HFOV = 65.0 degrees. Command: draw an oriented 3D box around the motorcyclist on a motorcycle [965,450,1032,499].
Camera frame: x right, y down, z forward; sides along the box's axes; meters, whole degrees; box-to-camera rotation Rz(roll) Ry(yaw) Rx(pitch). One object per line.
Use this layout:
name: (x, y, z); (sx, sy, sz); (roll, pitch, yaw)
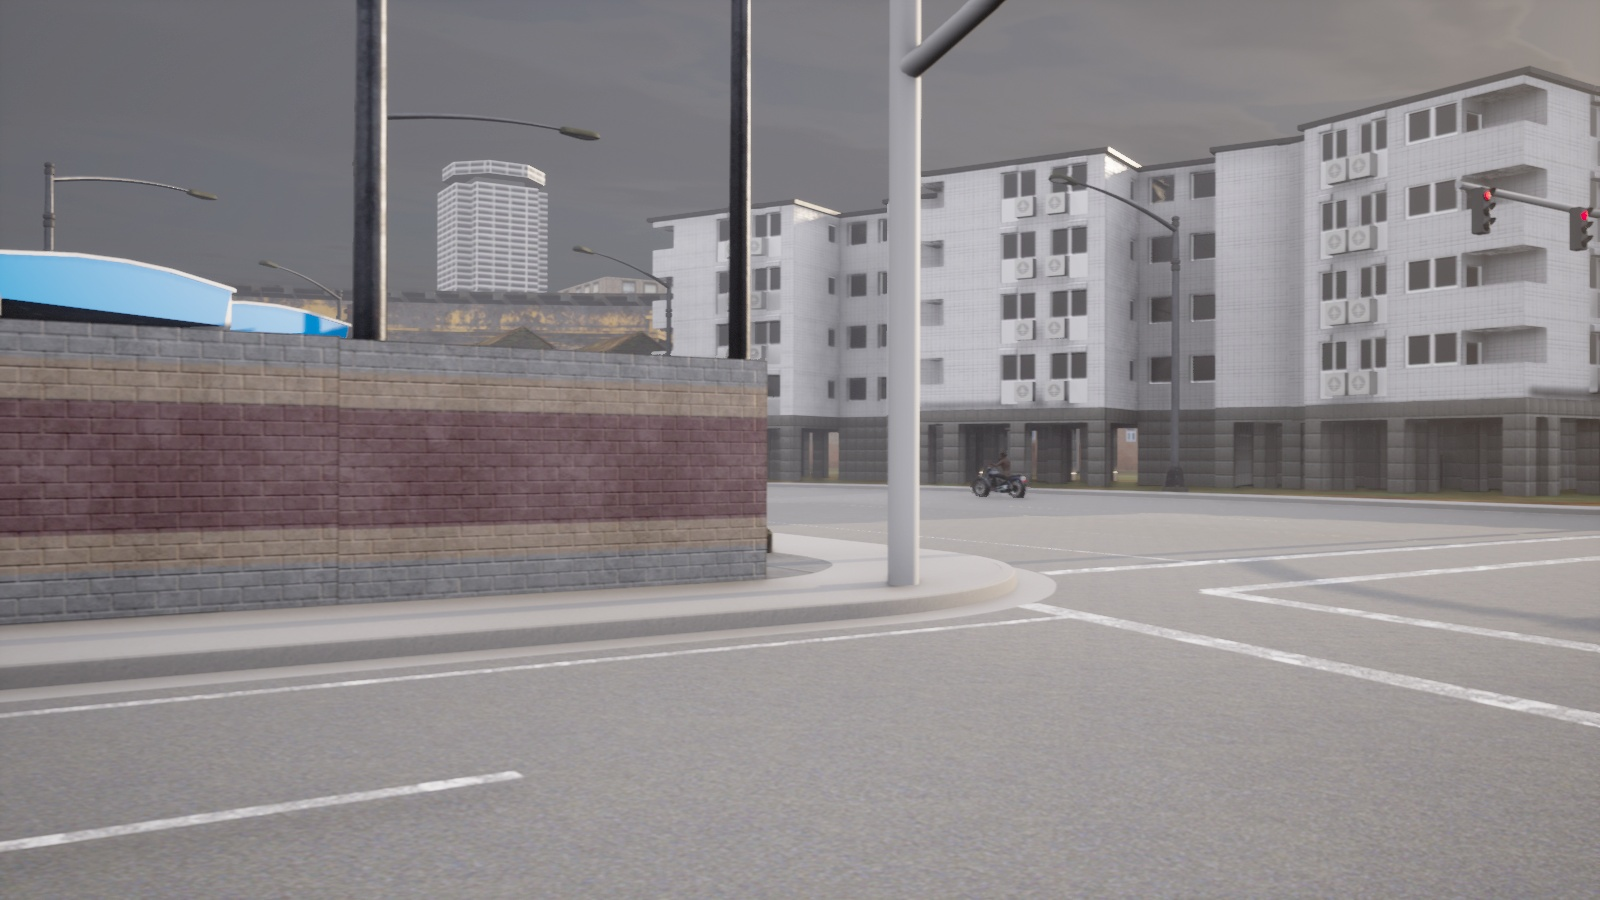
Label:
motorcyclist on a motorcycle: (6.898, 0.847, 43.744); (0.766, 1.649, 2.350); (0, 0, -40)
